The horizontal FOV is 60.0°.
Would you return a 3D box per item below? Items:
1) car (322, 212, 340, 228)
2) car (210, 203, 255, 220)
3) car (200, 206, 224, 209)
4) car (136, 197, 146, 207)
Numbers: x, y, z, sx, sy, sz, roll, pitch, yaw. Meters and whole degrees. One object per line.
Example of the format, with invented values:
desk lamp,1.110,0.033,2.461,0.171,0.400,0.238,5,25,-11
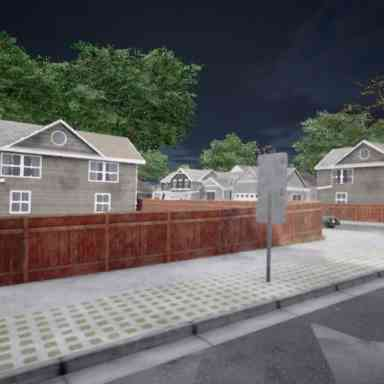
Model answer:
car,7.751,1.710,22.568,1.994,1.385,4.181,2,-2,-36
car,3.936,1.904,33.083,1.812,1.442,4.674,2,-2,-36
car,1.882,1.869,30.855,1.895,1.301,4.718,2,-2,-36
car,-7.674,1.652,43.675,2.150,2.045,5.566,2,-2,-37
